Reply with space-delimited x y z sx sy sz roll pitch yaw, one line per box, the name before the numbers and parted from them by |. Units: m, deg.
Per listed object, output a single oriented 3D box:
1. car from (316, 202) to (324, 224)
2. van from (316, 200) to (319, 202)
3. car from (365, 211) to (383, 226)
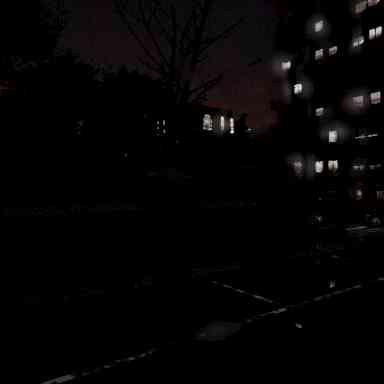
car | 7.959 1.770 26.317 1.837 1.490 4.892 0 -1 -35
van | 10.514 1.646 32.599 1.690 1.788 3.998 -1 0 -36
car | 14.707 1.623 22.938 5.008 1.535 1.882 -1 1 40
